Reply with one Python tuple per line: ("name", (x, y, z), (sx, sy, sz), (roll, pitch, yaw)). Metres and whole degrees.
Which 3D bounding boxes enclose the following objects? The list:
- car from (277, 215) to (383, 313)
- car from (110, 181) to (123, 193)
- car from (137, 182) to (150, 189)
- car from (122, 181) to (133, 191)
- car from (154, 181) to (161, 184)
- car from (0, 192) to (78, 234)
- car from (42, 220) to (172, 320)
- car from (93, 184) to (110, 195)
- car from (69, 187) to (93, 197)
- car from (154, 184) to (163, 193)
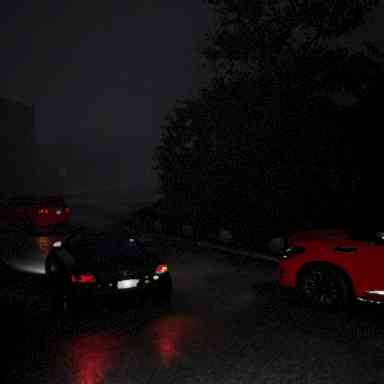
("car", (4.456, 1.218, 6.080), (5.566, 2.045, 2.150), (0, 1, 33))
("car", (-15.611, -0.630, 63.074), (1.946, 1.575, 5.366), (0, 3, 14))
("car", (-11.534, -1.621, 79.399), (2.163, 1.488, 4.792), (0, 3, 14))
("car", (-14.206, -1.230, 68.684), (2.435, 2.045, 5.566), (0, 3, 14))
("car", (-8.848, -2.324, 90.133), (2.231, 1.521, 4.892), (0, 3, 14))
("car", (-9.649, 1.201, 19.376), (5.566, 2.045, 2.150), (0, -1, 28))
("car", (-2.067, 1.556, 7.514), (1.994, 1.385, 4.181), (0, 0, -28))
("car", (-16.948, -0.294, 57.724), (1.946, 1.575, 5.366), (0, 3, 14))
("car", (-18.294, 0.044, 52.378), (1.946, 1.575, 5.366), (0, 4, 14))
("car", (-4.679, -0.416, 58.162), (1.837, 1.490, 4.892), (0, 2, 14))
